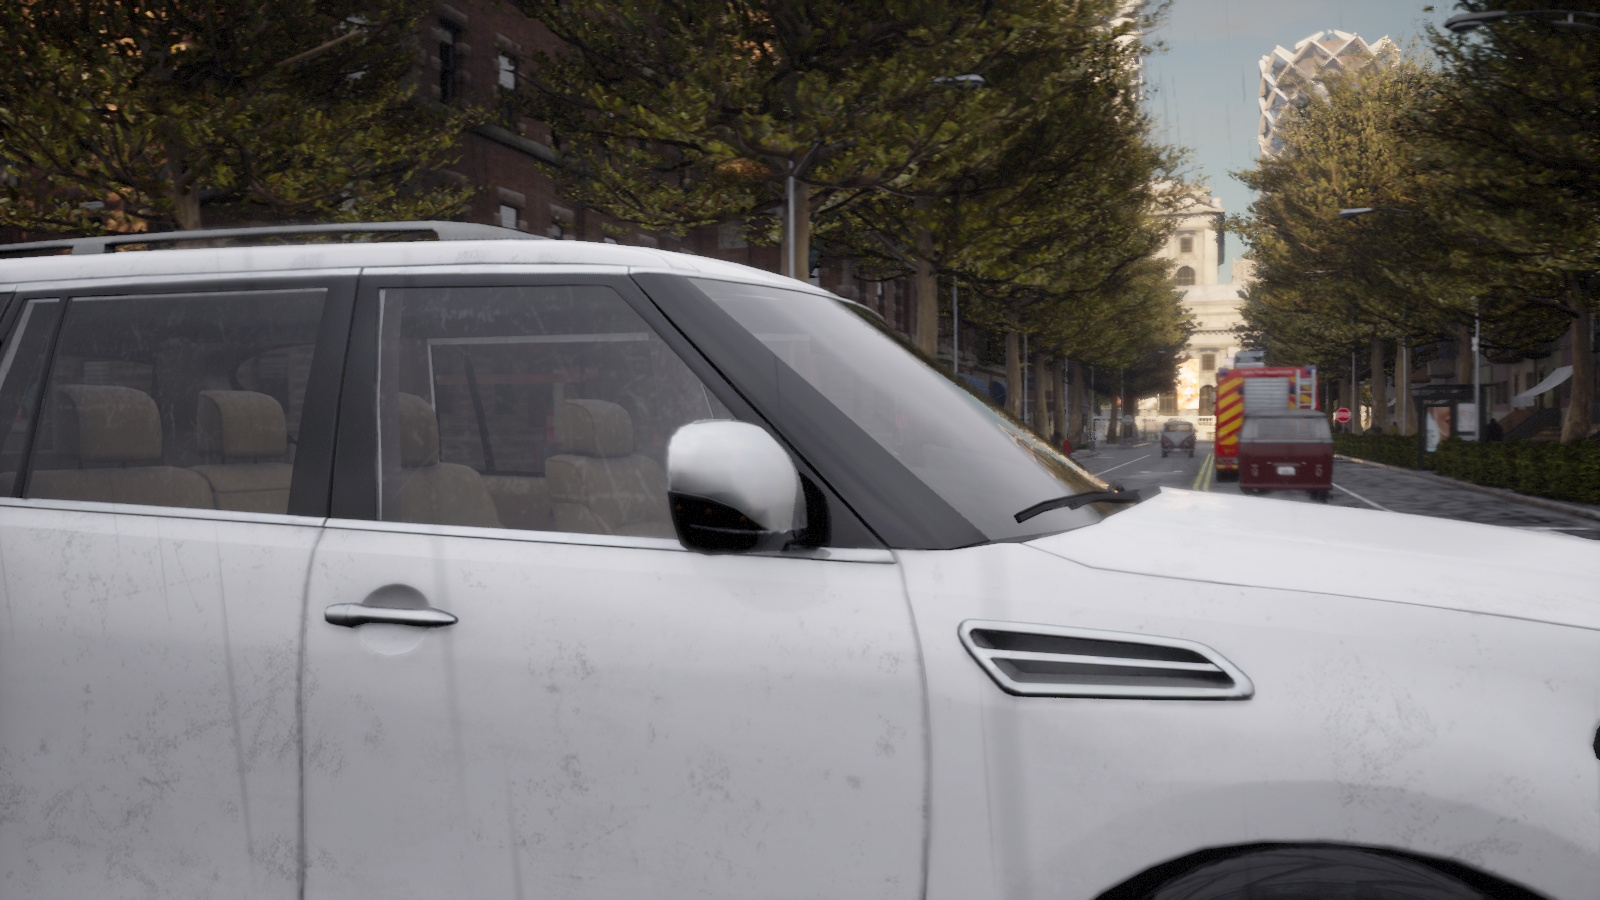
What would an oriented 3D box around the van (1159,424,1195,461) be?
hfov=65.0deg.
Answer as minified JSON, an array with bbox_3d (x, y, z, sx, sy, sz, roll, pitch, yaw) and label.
[{"bbox_3d":[21.063,-0.460,70.135,1.775,1.987,4.442,1,1,19],"label":"van"}]

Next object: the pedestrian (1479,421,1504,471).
[{"bbox_3d":[25.417,-0.153,46.165,0.634,1.844,0.899,1,1,19],"label":"pedestrian"}]

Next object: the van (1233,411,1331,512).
[{"bbox_3d":[10.343,0.187,27.177,1.775,1.987,4.442,1,1,19],"label":"van"}]

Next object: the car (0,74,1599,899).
[{"bbox_3d":[-0.561,0.489,3.364,5.566,2.045,2.150,1,1,19],"label":"car"}]

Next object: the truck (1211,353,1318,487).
[{"bbox_3d":[14.817,-0.927,40.492,2.891,3.827,8.468,1,1,19],"label":"truck"}]
